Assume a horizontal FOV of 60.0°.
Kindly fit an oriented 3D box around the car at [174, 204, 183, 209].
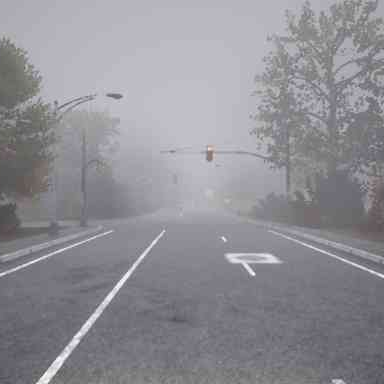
[{"bbox_3d":[-3.562,3.845,88.216,2.128,1.511,4.902,0,-1,1],"label":"car"}]
